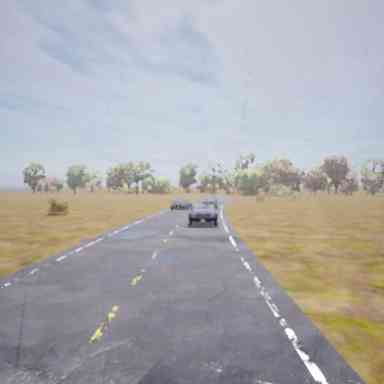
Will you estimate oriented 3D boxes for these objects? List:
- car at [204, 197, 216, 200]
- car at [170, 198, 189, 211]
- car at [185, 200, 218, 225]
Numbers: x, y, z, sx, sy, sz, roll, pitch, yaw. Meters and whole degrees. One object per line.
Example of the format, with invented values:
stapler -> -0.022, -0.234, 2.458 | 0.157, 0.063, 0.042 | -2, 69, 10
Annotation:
car -> 2.234, 1.352, 41.101 | 2.033, 1.411, 5.357 | 0, 0, 6
car -> -1.275, 1.381, 37.766 | 1.994, 1.385, 4.181 | 0, 0, 5
car -> 0.813, 1.492, 22.905 | 1.895, 1.301, 4.718 | 0, 0, 3
